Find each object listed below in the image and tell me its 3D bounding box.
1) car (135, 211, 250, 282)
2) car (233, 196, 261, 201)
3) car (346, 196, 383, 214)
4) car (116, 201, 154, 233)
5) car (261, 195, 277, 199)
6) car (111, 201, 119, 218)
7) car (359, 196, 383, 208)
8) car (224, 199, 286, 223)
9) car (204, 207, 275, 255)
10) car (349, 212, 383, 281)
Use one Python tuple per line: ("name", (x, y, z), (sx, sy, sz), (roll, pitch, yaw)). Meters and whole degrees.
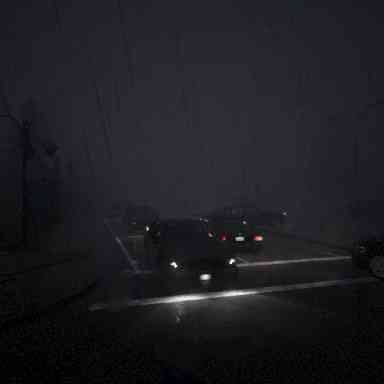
("car", (-0.369, 1.543, 10.134), (2.033, 1.411, 5.357), (0, 0, -15))
("car", (7.287, 1.287, 46.197), (2.007, 1.523, 4.514), (0, 0, -17))
("car", (15.557, 1.356, 29.256), (1.970, 1.475, 3.806), (0, 0, -17))
("car", (-3.121, 1.529, 19.963), (2.033, 1.411, 5.357), (0, 0, -17))
("car", (10.273, 1.277, 47.159), (2.152, 1.636, 5.027), (0, 0, -17))
("car", (-6.301, 1.516, 30.108), (2.033, 1.411, 5.357), (0, 0, -17))
("car", (23.838, 1.273, 43.259), (1.845, 1.501, 3.633), (0, 0, -17))
("car", (2.872, 1.466, 19.784), (5.357, 1.411, 2.033), (-3, 1, -19))
("car", (1.364, 1.539, 13.128), (2.033, 1.411, 5.357), (0, 0, -4))
("car", (6.653, 1.475, 8.137), (5.008, 1.535, 1.882), (0, 0, 38))
